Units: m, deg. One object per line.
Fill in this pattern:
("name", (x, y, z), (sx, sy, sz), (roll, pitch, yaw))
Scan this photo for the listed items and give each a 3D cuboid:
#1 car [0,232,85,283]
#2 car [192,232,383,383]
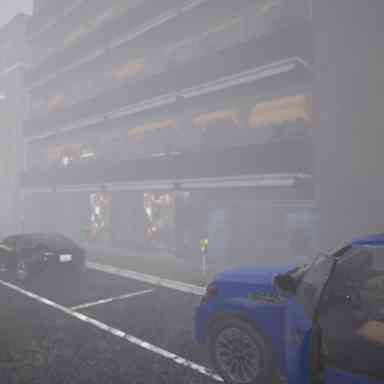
("car", (-5.182, 1.950, 10.899), (4.313, 1.339, 1.947), (-1, -3, 41))
("car", (2.564, 1.443, 3.731), (5.566, 2.045, 2.150), (-1, -3, 41))
